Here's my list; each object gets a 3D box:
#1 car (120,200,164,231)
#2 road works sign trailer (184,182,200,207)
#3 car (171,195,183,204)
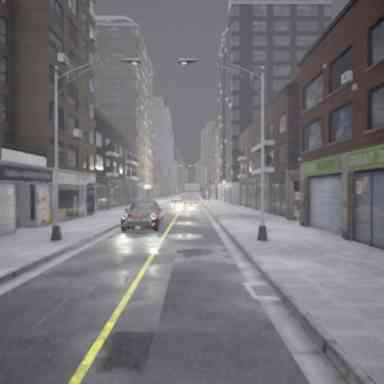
[{"bbox_3d":[-2.860,1.296,19.861,2.097,1.767,4.553,0,0,0],"label":"car"},{"bbox_3d":[-0.029,0.315,49.532,2.380,3.560,2.880,0,0,0],"label":"road works sign trailer"},{"bbox_3d":[-2.827,1.339,60.190,1.812,1.442,4.674,0,0,1],"label":"car"}]
